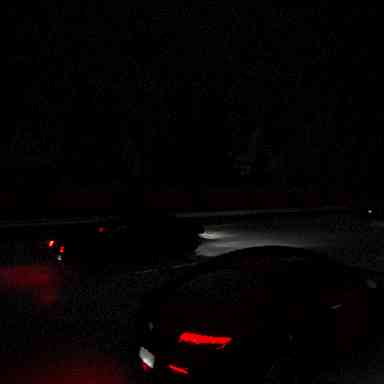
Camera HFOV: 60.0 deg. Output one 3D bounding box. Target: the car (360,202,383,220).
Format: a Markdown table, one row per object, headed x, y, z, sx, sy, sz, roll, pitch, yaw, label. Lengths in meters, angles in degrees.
| x | y | z | sx | sy | sz | roll | pitch | yaw | label |
| --- | --- | --- | --- | --- | --- | --- | --- | --- | --- |
| 16.278 | 1.564 | 28.541 | 4.181 | 1.385 | 1.994 | 0 | 0 | -36 | car |

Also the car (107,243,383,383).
| x | y | z | sx | sy | sz | roll | pitch | yaw | label |
| --- | --- | --- | --- | --- | --- | --- | --- | --- | --- |
| 1.399 | 1.526 | 4.766 | 4.674 | 1.442 | 1.812 | 0 | 0 | -36 | car |

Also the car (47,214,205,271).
| x | y | z | sx | sy | sz | roll | pitch | yaw | label |
| --- | --- | --- | --- | --- | --- | --- | --- | --- | --- |
| -2.040 | 1.601 | 10.911 | 4.718 | 1.301 | 1.895 | 0 | 0 | -36 | car |

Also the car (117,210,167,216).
| x | y | z | sx | sy | sz | roll | pitch | yaw | label |
| --- | --- | --- | --- | --- | --- | --- | --- | --- | --- |
| -1.979 | 1.547 | 15.274 | 5.357 | 1.411 | 2.033 | 0 | 0 | -36 | car |
